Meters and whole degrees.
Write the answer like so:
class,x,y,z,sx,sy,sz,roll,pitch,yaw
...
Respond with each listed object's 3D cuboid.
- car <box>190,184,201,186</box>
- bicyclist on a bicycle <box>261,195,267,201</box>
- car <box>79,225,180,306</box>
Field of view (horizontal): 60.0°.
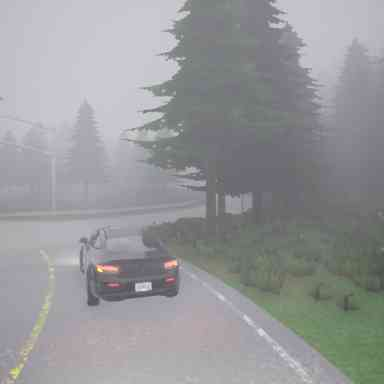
class,x,y,z,sx,sy,sz,roll,pitch,yaw
car,0.647,-1.747,69.712,1.994,1.385,4.181,0,5,-5
bicyclist on a bicycle,6.342,0.894,30.365,1.656,1.620,0.582,-13,-4,35
car,-1.674,1.526,8.095,1.812,1.442,4.674,0,0,-21
